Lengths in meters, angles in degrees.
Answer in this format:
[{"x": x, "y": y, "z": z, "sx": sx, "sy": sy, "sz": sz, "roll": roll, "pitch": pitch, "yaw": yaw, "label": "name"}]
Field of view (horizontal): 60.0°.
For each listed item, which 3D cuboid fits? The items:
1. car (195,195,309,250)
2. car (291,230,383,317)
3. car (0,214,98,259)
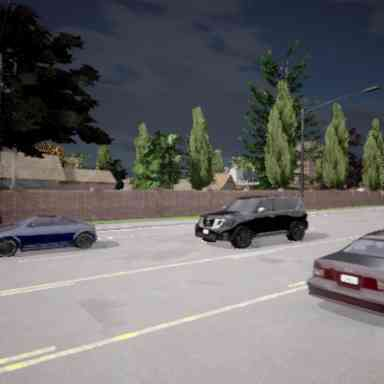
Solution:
[{"x": 2.790, "y": 1.183, "z": 14.571, "sx": 5.566, "sy": 2.045, "sz": 2.150, "roll": 0, "pitch": 0, "yaw": -35, "label": "car"}, {"x": 4.713, "y": 1.519, "z": 7.101, "sx": 5.357, "sy": 1.411, "sz": 2.033, "roll": 0, "pitch": 0, "yaw": -35, "label": "car"}, {"x": -5.810, "y": 1.555, "z": 12.744, "sx": 4.181, "sy": 1.385, "sz": 1.994, "roll": 0, "pitch": 0, "yaw": -35, "label": "car"}]
